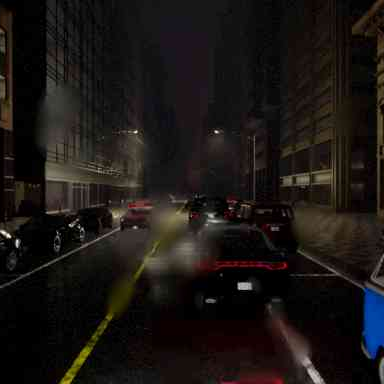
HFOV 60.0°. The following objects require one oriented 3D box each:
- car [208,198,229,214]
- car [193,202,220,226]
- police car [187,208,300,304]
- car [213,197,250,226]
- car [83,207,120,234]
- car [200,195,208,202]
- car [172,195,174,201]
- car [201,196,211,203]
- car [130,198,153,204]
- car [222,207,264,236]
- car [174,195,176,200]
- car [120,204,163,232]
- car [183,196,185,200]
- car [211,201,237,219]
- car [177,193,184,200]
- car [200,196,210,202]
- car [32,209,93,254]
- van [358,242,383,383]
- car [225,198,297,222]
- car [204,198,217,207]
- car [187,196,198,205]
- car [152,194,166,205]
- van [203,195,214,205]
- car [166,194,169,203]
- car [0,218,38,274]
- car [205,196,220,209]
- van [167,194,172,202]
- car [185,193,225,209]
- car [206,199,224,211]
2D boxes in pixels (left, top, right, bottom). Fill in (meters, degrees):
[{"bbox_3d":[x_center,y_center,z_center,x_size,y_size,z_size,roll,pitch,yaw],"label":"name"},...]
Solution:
[{"bbox_3d":[2.827,1.449,35.891,1.967,1.590,4.097,0,0,0],"label":"car"},{"bbox_3d":[0.945,1.530,24.224,1.812,1.442,4.674,0,0,0],"label":"car"},{"bbox_3d":[0.915,1.425,8.333,1.930,1.638,5.238,0,0,0],"label":"police car"},{"bbox_3d":[2.805,1.319,24.688,2.192,1.841,5.009,0,0,0],"label":"car"},{"bbox_3d":[-5.730,1.568,19.089,1.947,1.339,4.313,0,0,0],"label":"car"},{"bbox_3d":[2.911,1.472,80.706,1.967,1.590,4.097,0,0,0],"label":"car"},{"bbox_3d":[-5.624,1.574,75.111,1.887,1.381,4.507,0,0,0],"label":"car"},{"bbox_3d":[2.890,1.571,69.501,1.887,1.381,4.507,0,0,0],"label":"car"},{"bbox_3d":[-5.698,1.554,35.896,1.887,1.381,4.507,0,0,0],"label":"car"},{"bbox_3d":[2.796,1.584,19.086,1.802,1.307,4.206,0,0,0],"label":"car"},{"bbox_3d":[-5.614,1.577,80.713,1.887,1.381,4.507,0,0,0],"label":"car"},{"bbox_3d":[-3.062,1.603,20.191,1.895,1.301,4.718,0,0,0],"label":"car"},{"bbox_3d":[0.110,1.578,45.790,1.994,1.385,4.181,0,0,1],"label":"car"},{"bbox_3d":[2.817,1.572,30.290,1.947,1.339,4.313,0,0,0],"label":"car"},{"bbox_3d":[-2.827,1.640,92.924,1.895,1.301,4.718,0,0,0],"label":"car"},{"bbox_3d":[2.901,1.574,75.104,1.887,1.381,4.507,0,0,0],"label":"car"},{"bbox_3d":[-5.740,1.567,13.487,1.947,1.339,4.313,0,0,0],"label":"car"},{"bbox_3d":[2.763,1.341,2.281,1.690,1.788,3.998,0,0,0],"label":"van"},{"bbox_3d":[2.784,1.316,13.484,2.192,1.841,5.009,0,0,0],"label":"car"},{"bbox_3d":[2.859,1.600,52.697,1.802,1.307,4.206,0,0,0],"label":"car"},{"bbox_3d":[0.115,1.570,61.477,2.033,1.411,5.357,0,0,0],"label":"car"},{"bbox_3d":[-5.667,1.458,52.702,1.967,1.590,4.097,0,0,0],"label":"car"},{"bbox_3d":[2.869,1.362,58.298,1.690,1.788,3.998,0,0,0],"label":"van"},{"bbox_3d":[-5.656,1.565,58.304,1.887,1.381,4.507,0,0,0],"label":"car"},{"bbox_3d":[-5.751,1.551,7.886,2.008,1.369,4.403,0,0,0],"label":"car"},{"bbox_3d":[2.848,1.455,47.095,1.967,1.590,4.097,0,0,0],"label":"car"},{"bbox_3d":[-5.636,1.368,69.509,1.690,1.788,3.998,0,0,0],"label":"van"},{"bbox_3d":[0.887,1.224,18.253,2.150,2.045,5.566,0,0,0],"label":"car"},{"bbox_3d":[2.838,1.578,41.493,1.947,1.339,4.313,0,0,0],"label":"car"}]
